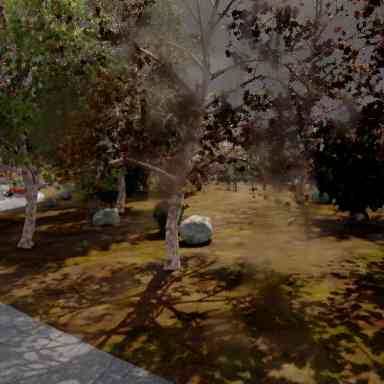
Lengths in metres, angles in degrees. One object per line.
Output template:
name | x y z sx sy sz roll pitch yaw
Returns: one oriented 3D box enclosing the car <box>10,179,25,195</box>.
car | -18.423 -0.635 36.097 2.097 1.767 4.553 3 4 -24
